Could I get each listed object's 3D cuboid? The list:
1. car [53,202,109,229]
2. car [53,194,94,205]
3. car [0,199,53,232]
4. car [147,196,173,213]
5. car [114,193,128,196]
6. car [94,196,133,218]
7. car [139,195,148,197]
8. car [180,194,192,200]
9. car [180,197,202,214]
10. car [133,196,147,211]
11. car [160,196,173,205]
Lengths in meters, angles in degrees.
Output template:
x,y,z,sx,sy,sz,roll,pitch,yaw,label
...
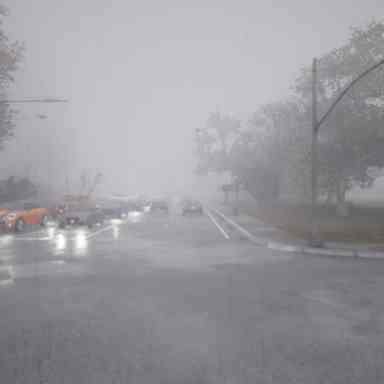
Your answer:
x,y,z,sx,sy,sz,roll,pitch,yaw,label
-7.089,1.558,21.720,1.994,1.385,4.181,0,0,0,car
-10.556,1.207,29.692,2.150,2.045,5.566,0,0,0,car
-10.616,1.347,20.107,2.097,1.767,4.553,0,0,1,car
-3.455,1.473,36.429,1.837,1.490,4.892,0,0,-1,car
-10.914,1.116,50.488,2.150,2.045,5.566,0,0,-3,car
-7.060,1.461,30.529,1.882,1.535,5.008,0,0,0,car
-7.425,1.246,50.791,2.097,1.767,4.553,0,0,-3,car
-0.978,1.187,59.309,2.097,1.767,4.553,0,0,-5,car
0.057,1.537,34.946,1.994,1.385,4.181,0,0,-1,car
-7.093,1.552,40.554,1.895,1.301,4.718,0,0,-1,car
-4.278,1.401,56.708,2.033,1.411,5.357,0,0,-4,car
